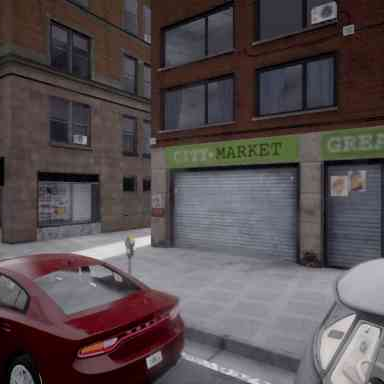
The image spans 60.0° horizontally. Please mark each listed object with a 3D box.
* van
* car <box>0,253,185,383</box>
[{"bbox_3d":[2.417,1.341,1.352,3.998,1.788,1.690,0,0,35],"label":"van"},{"bbox_3d":[-2.192,1.544,4.639,4.507,1.381,1.887,0,0,35],"label":"car"}]
